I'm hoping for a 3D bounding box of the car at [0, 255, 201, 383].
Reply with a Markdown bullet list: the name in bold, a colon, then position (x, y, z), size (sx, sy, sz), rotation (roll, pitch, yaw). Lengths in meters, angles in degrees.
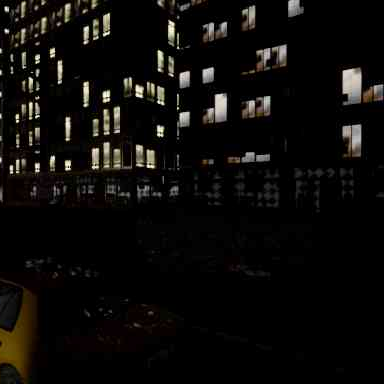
- **car**: position (-2.189, 1.525, 4.432), size (4.829, 1.417, 1.752), rotation (0, 0, 36)
